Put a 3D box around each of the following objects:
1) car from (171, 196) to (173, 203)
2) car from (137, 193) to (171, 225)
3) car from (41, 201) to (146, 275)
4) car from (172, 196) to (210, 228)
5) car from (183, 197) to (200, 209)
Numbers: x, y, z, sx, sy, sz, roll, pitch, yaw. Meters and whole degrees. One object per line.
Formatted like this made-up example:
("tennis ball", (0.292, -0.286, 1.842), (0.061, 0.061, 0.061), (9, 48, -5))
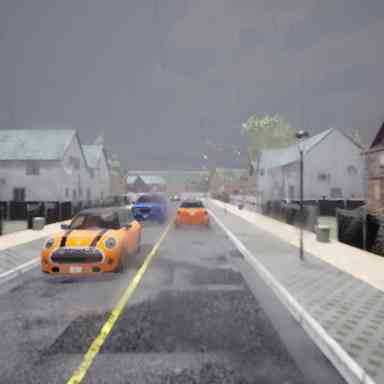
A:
("car", (-3.006, 1.371, 62.377), (1.895, 1.301, 4.718), (0, 0, 0))
("car", (-2.911, 1.141, 23.614), (2.150, 2.045, 5.566), (0, 1, 0))
("car", (-2.886, 1.321, 10.464), (2.097, 1.767, 4.553), (0, 0, 0))
("car", (0.011, 1.277, 21.562), (2.097, 1.767, 4.553), (0, 0, 0))
("car", (-0.088, 1.389, 43.541), (2.033, 1.411, 5.357), (0, 0, 0))
